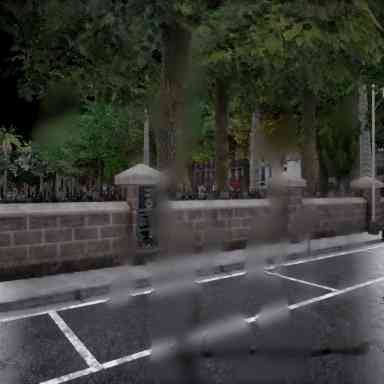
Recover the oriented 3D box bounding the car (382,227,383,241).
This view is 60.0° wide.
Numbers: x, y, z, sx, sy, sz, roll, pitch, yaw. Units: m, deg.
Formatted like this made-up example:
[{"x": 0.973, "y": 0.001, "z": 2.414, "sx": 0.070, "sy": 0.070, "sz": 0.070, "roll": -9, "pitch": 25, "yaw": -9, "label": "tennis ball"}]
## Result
[{"x": 9.754, "y": 1.310, "z": 13.498, "sx": 5.009, "sy": 1.841, "sz": 2.192, "roll": 0, "pitch": 0, "yaw": -36, "label": "car"}]
